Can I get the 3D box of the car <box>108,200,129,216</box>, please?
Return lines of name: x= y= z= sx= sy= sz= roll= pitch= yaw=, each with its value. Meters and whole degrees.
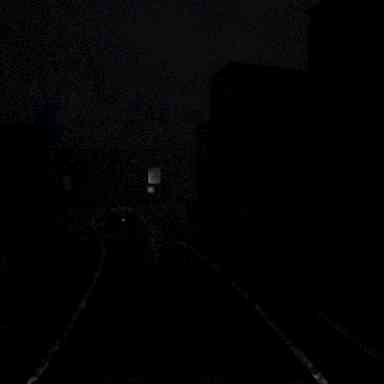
car: x=-9.047 y=1.929 z=41.345 sx=2.097 sy=1.767 sz=4.553 roll=0 pitch=-1 yaw=-7

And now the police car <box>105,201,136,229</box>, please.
police car: x=-5.427 y=1.739 z=24.981 sx=1.930 sy=1.638 sz=5.238 roll=-1 pitch=-1 yaw=-18
